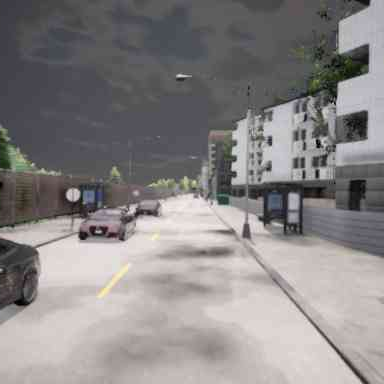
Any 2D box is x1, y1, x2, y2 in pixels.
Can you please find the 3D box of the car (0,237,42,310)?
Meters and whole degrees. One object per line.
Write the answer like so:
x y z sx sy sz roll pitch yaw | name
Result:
-4.025 1.443 5.180 1.812 1.442 4.674 1 0 0 | car

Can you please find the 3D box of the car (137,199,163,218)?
-3.716 1.390 29.251 1.882 1.535 5.008 1 0 1 | car

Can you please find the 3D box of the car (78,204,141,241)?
-3.914 1.479 15.974 1.994 1.385 4.181 1 0 1 | car
